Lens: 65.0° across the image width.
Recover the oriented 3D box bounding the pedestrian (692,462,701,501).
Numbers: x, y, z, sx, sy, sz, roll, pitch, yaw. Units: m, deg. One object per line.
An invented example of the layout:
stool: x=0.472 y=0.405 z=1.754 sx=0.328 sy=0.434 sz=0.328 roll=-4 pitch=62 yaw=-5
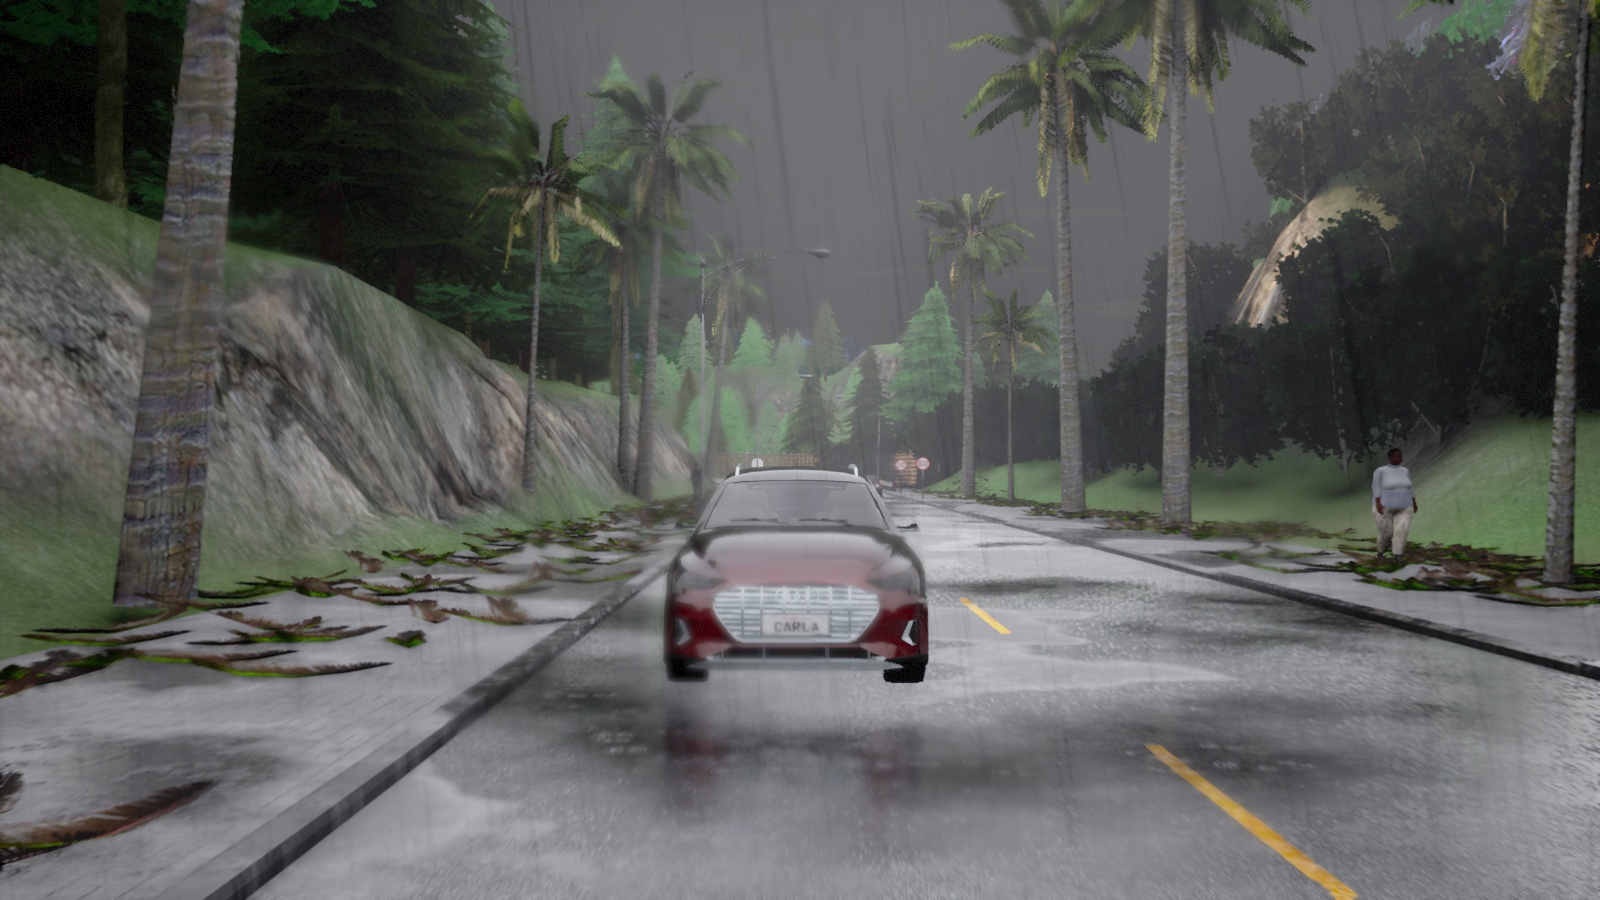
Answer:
pedestrian: x=-5.166 y=1.559 z=62.658 sx=0.402 sy=1.930 sz=0.666 roll=0 pitch=-1 yaw=0

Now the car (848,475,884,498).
car: x=3.909 y=2.161 z=75.334 sx=1.895 sy=1.301 sz=4.718 roll=0 pitch=-1 yaw=0

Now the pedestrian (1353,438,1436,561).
pedestrian: x=9.177 y=0.761 z=19.419 sx=0.874 sy=1.855 sz=0.900 roll=0 pitch=-1 yaw=4

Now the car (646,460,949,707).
car: x=-0.023 y=0.926 z=10.861 sx=2.033 sy=1.649 sz=4.856 roll=0 pitch=-1 yaw=0
